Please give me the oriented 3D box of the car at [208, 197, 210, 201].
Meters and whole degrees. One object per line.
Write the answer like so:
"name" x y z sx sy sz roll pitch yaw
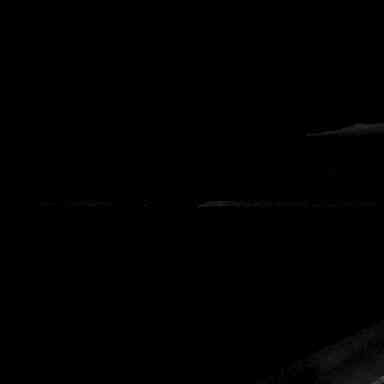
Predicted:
"car" 0.743 1.022 57.659 4.674 1.442 1.812 -1 0 14

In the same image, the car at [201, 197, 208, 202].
"car" -0.240 0.890 54.297 4.553 1.767 2.097 -1 1 14
